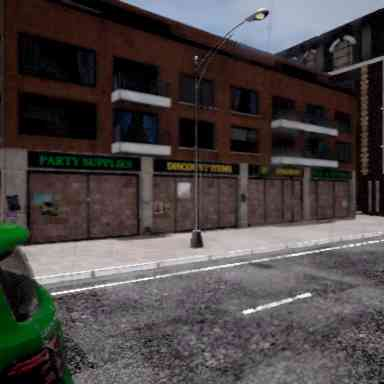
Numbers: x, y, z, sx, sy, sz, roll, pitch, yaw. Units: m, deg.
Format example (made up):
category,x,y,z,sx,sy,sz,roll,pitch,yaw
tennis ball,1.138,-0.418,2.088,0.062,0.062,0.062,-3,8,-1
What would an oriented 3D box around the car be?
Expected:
category,x,y,z,sx,sy,sz,roll,pitch,yaw
car,-3.389,1.208,1.268,5.566,2.045,2.150,0,0,-35
